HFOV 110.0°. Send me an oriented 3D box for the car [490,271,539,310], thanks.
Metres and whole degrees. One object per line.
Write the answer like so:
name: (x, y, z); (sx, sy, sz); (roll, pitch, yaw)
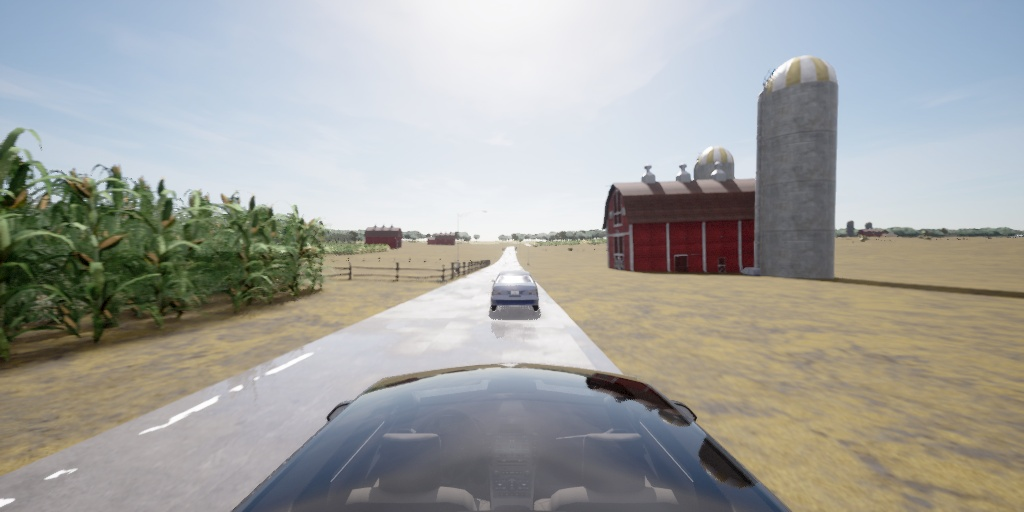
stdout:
car: (0.100, 1.310, 14.797); (2.033, 1.411, 5.357); (0, 0, 0)
